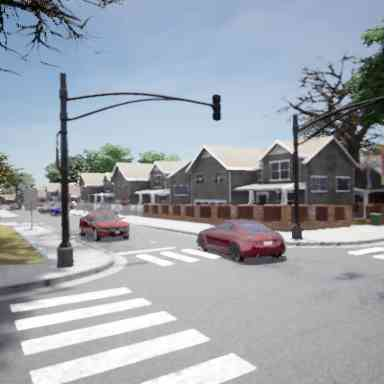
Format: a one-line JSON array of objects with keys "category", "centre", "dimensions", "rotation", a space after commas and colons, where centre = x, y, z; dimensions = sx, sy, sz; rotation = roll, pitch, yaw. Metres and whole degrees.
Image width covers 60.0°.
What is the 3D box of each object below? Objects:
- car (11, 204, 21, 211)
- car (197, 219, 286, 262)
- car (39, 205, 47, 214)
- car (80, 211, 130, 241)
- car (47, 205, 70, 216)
[{"category": "car", "centre": [-38.810, 3.316, 73.300], "dimensions": [1.837, 1.490, 4.892], "rotation": [-1, -1, -32]}, {"category": "car", "centre": [1.798, 1.784, 13.319], "dimensions": [1.994, 1.385, 4.181], "rotation": [-1, -1, -24]}, {"category": "car", "centre": [-23.794, 2.842, 54.573], "dimensions": [1.895, 1.301, 4.718], "rotation": [-1, -1, -32]}, {"category": "car", "centre": [-5.271, 1.917, 19.761], "dimensions": [1.882, 1.535, 5.008], "rotation": [-1, -1, -32]}, {"category": "car", "centre": [-18.146, 2.486, 45.644], "dimensions": [1.882, 1.535, 5.008], "rotation": [-1, -1, -32]}]
